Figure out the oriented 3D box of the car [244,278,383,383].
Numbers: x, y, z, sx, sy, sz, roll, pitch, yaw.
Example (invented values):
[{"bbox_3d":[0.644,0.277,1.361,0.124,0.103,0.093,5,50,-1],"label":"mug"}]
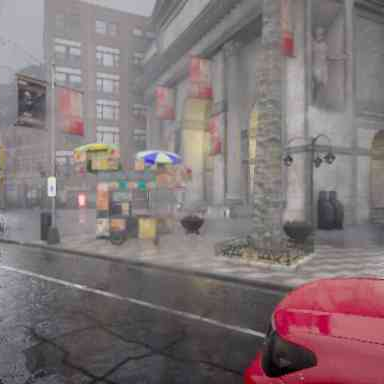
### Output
[{"bbox_3d":[3.066,1.221,1.756,5.566,2.045,2.150,0,0,36],"label":"car"}]
